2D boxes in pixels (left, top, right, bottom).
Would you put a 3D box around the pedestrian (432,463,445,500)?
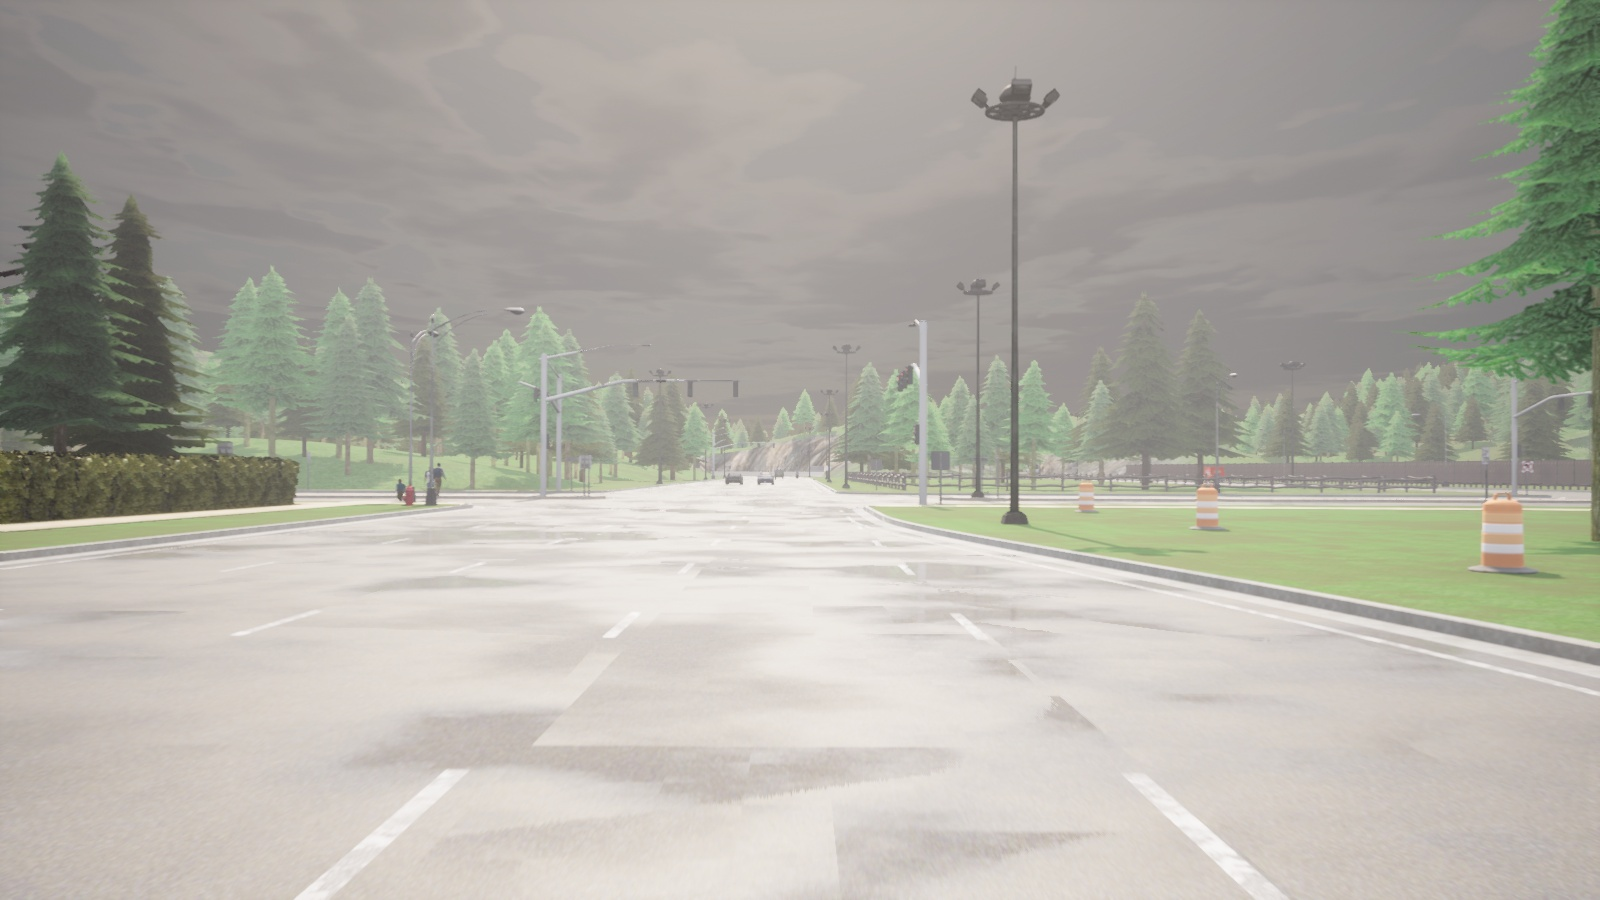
[{"bbox_3d":[-19.050,1.675,66.259,0.423,1.949,0.788,0,-1,4],"label":"pedestrian"}]
